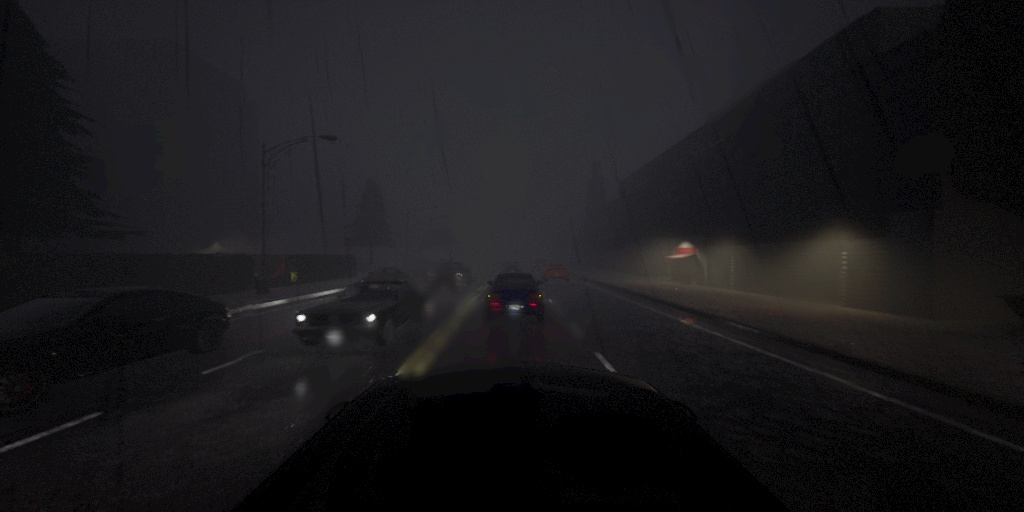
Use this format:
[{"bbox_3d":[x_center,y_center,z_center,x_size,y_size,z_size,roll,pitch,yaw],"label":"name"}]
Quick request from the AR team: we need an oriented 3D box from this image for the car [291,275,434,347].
[{"bbox_3d":[-3.608,1.355,9.510,1.895,1.301,4.718,0,0,0],"label":"car"}]

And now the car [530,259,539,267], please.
[{"bbox_3d":[3.506,1.112,46.108,2.097,1.767,4.553,0,0,0],"label":"car"}]

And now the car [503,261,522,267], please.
[{"bbox_3d":[0.038,1.286,37.458,1.812,1.442,4.674,0,0,0],"label":"car"}]

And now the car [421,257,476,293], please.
[{"bbox_3d":[-3.523,1.108,20.902,2.097,1.767,4.553,0,0,0],"label":"car"}]

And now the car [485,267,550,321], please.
[{"bbox_3d":[0.100,1.279,12.365,1.812,1.442,4.674,0,0,0],"label":"car"}]

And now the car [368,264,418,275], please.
[{"bbox_3d":[-7.031,1.324,20.334,1.994,1.385,4.181,0,0,0],"label":"car"}]

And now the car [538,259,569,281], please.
[{"bbox_3d":[3.525,1.234,29.860,1.882,1.535,5.008,0,0,0],"label":"car"}]

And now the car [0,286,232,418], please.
[{"bbox_3d":[-7.087,1.281,6.046,1.812,1.442,4.674,0,0,0],"label":"car"}]

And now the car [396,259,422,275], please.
[{"bbox_3d":[-7.074,1.253,28.143,2.128,1.511,4.902,0,0,0],"label":"car"}]
